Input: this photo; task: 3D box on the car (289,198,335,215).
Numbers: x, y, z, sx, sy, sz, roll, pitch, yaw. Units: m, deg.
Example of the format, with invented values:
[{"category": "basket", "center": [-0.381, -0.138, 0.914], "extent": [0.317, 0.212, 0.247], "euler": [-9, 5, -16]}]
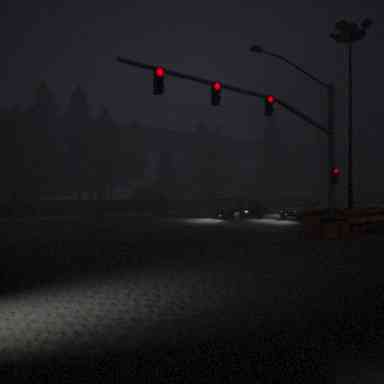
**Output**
[{"category": "car", "center": [12.453, 1.471, 34.377], "extent": [5.008, 1.535, 1.882], "euler": [0, 0, -35]}]

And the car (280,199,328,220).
[{"category": "car", "center": [9.388, 1.520, 27.887], "extent": [4.674, 1.442, 1.812], "euler": [0, 0, -36]}]

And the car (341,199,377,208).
[{"category": "car", "center": [16.661, 1.518, 33.087], "extent": [4.674, 1.442, 1.812], "euler": [0, 0, -36]}]

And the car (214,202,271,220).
[{"category": "car", "center": [4.458, 1.543, 28.668], "extent": [5.357, 1.411, 2.033], "euler": [0, 0, -36]}]

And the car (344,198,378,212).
[{"category": "car", "center": [20.380, 1.528, 40.044], "extent": [4.181, 1.385, 1.994], "euler": [-1, 1, -35]}]
